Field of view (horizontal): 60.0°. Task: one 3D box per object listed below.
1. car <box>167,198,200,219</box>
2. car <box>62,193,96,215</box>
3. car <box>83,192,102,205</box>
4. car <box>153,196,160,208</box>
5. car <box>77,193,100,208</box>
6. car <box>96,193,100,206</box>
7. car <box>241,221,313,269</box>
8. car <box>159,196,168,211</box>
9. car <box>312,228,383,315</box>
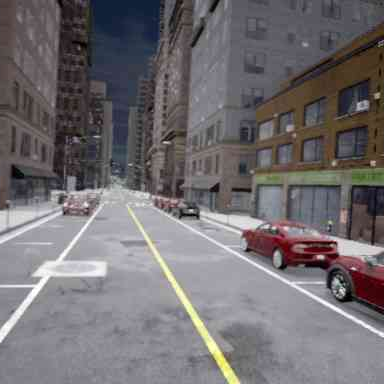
[{"bbox_3d":[-0.518,1.465,27.708,1.947,1.339,4.313,2,0,-13],"label":"car"},{"bbox_3d":[-8.813,0.906,25.810,1.967,1.590,4.097,2,0,-13],"label":"car"},{"bbox_3d":[-12.485,0.780,41.912,1.887,1.381,4.507,2,0,-13],"label":"car"},{"bbox_3d":[-2.962,1.289,38.442,1.887,1.381,4.507,2,0,-13],"label":"car"},{"bbox_3d":[-11.263,0.863,36.545,2.008,1.369,4.403,2,0,-13],"label":"car"},{"bbox_3d":[-10.041,0.955,31.178,1.947,1.339,4.313,2,0,-13],"label":"car"},{"bbox_3d":[3.151,1.678,11.606,1.887,1.381,4.507,2,0,-13],"label":"car"},{"bbox_3d":[-1.739,1.366,33.074,1.887,1.381,4.507,2,0,-13],"label":"car"},{"bbox_3d":[4.378,1.653,6.239,1.967,1.590,4.097,2,0,-13],"label":"car"}]
